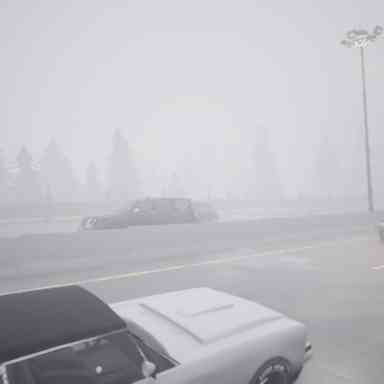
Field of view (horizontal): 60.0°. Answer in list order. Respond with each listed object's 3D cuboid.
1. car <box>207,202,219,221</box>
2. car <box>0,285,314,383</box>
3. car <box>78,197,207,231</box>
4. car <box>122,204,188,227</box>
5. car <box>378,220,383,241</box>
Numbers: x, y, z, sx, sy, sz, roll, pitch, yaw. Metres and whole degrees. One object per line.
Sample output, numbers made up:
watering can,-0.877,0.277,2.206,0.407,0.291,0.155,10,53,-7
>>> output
car,-0.537,1.386,20.799,4.553,1.767,2.097,0,0,-35
car,-1.007,1.608,3.028,4.718,1.301,1.895,0,0,-36
car,-2.275,1.248,15.264,5.566,2.045,2.150,0,0,-35
car,-2.592,1.598,23.633,4.181,1.385,1.994,0,0,-35
car,10.461,1.574,15.508,4.674,1.442,1.812,0,0,-36
